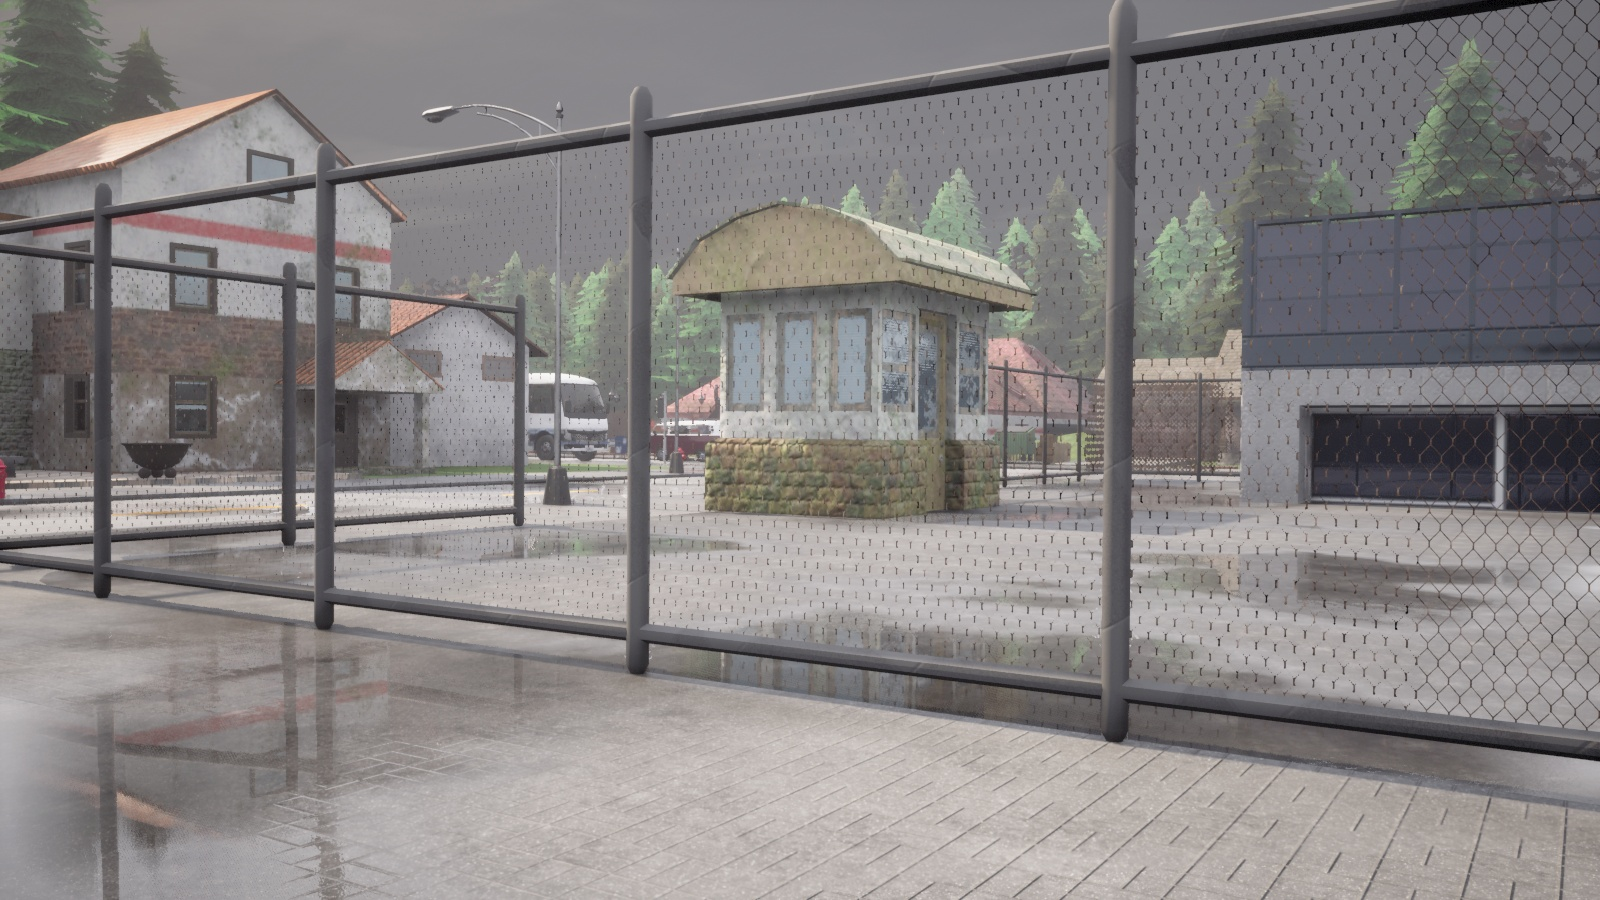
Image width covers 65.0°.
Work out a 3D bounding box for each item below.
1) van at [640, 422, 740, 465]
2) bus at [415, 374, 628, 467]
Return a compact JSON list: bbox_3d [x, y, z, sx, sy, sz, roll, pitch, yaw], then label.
[{"bbox_3d":[-5.350,-0.331,61.129,4.480,2.038,2.069,0,1,32],"label":"van"},{"bbox_3d":[-13.741,-1.362,61.640,10.273,4.253,3.944,0,1,31],"label":"bus"}]
